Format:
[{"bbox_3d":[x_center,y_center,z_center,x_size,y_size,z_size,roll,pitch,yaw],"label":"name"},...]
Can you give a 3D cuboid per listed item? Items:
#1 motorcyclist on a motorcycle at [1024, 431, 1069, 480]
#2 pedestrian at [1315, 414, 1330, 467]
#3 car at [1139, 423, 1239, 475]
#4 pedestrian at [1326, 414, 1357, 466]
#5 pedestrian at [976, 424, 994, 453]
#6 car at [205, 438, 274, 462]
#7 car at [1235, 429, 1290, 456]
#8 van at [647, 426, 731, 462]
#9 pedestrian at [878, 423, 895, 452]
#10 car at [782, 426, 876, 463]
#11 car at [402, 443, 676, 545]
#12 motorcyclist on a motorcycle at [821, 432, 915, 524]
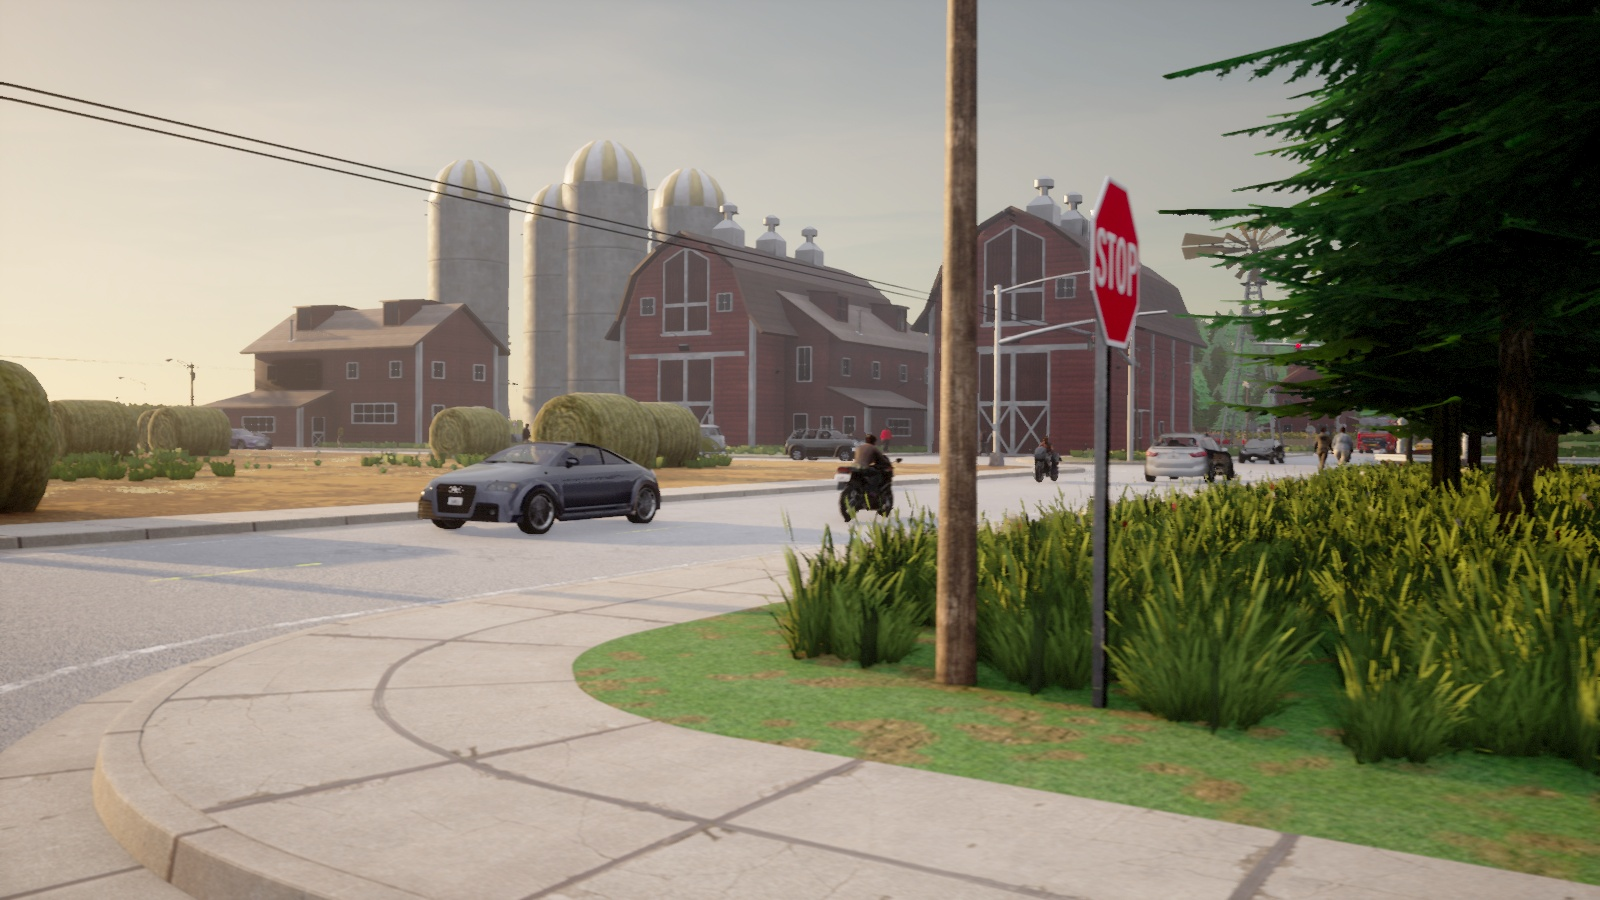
[{"bbox_3d":[7.972,0.154,40.594,0.797,1.523,2.044,0,1,30],"label":"motorcyclist on a motorcycle"},{"bbox_3d":[19.188,-0.363,46.118,0.396,1.930,0.692,0,1,31],"label":"pedestrian"},{"bbox_3d":[13.307,-0.069,42.782,2.242,1.667,4.611,0,1,31],"label":"car"},{"bbox_3d":[19.620,-0.360,45.488,0.874,1.855,0.900,0,1,35],"label":"pedestrian"},{"bbox_3d":[11.721,-0.736,79.646,0.899,1.844,0.634,0,1,35],"label":"pedestrian"},{"bbox_3d":[-40.054,-0.020,89.722,4.856,1.649,2.033,0,1,29],"label":"car"},{"bbox_3d":[26.824,-0.435,72.777,2.163,1.488,4.792,0,1,30],"label":"car"},{"bbox_3d":[-6.256,-0.324,70.731,4.442,1.987,1.775,0,1,29],"label":"van"},{"bbox_3d":[5.453,-0.772,79.424,0.634,1.844,0.899,0,1,40],"label":"pedestrian"},{"bbox_3d":[1.519,-0.294,66.365,4.605,1.855,1.932,0,1,29],"label":"car"},{"bbox_3d":[-4.036,0.621,20.106,1.994,1.385,4.181,0,1,30],"label":"car"},{"bbox_3d":[1.230,0.458,22.160,0.797,1.523,2.044,0,1,30],"label":"motorcyclist on a motorcycle"}]
